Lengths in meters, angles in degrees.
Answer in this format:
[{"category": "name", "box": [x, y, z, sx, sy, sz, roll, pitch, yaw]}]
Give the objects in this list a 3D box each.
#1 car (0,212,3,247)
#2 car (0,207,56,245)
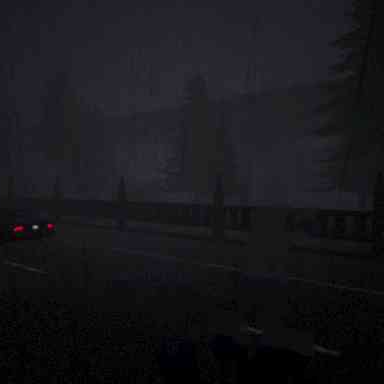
[{"category": "car", "box": [-7.806, 1.332, 9.584, 4.902, 1.511, 2.128, 1, 1, 36]}, {"category": "car", "box": [-7.949, 1.351, 13.995, 5.357, 1.411, 2.033, 1, 1, 35]}]
